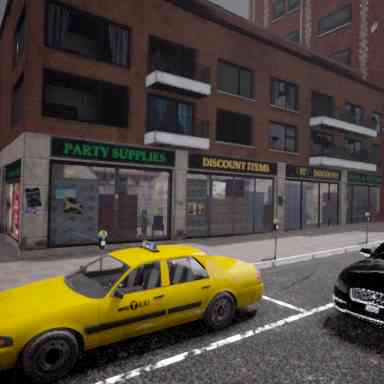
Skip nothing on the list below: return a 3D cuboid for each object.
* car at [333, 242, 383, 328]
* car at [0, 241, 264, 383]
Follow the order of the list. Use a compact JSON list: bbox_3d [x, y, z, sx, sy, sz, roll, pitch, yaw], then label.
[{"bbox_3d":[4.691,1.509,6.416,4.892,1.490,1.837,0,0,-35],"label":"car"},{"bbox_3d":[-0.936,1.527,5.404,4.829,1.417,1.752,0,2,-35],"label":"car"}]
